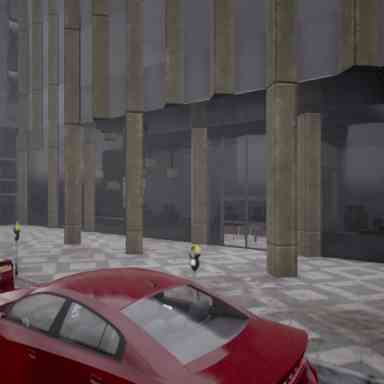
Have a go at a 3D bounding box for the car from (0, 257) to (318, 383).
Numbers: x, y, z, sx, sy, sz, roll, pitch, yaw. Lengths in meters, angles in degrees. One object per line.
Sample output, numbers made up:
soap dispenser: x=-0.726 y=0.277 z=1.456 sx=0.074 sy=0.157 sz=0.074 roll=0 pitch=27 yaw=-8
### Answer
car: x=-1.010 y=1.547 z=3.684 sx=4.507 sy=1.381 sz=1.887 roll=0 pitch=0 yaw=36
